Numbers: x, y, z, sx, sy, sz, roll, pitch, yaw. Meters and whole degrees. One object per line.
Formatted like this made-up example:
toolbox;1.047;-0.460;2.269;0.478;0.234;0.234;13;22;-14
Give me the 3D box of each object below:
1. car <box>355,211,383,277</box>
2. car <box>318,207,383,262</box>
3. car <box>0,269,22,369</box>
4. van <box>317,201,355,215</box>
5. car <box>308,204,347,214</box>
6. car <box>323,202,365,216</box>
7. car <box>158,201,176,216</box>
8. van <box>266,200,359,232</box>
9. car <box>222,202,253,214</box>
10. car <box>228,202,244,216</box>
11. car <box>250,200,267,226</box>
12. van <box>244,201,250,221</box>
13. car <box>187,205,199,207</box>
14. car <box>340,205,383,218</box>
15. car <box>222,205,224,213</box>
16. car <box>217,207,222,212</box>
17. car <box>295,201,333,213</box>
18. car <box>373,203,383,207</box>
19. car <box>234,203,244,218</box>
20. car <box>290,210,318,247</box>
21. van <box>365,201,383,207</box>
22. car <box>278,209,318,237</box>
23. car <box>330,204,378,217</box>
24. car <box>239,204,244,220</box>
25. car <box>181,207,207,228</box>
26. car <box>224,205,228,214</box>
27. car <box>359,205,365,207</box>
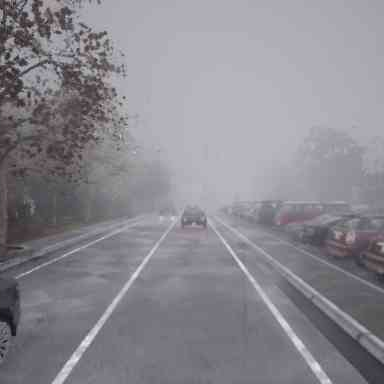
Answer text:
car;7.008;1.486;8.426;4.553;1.767;2.185;0;-1;0
car;7.013;1.521;11.202;4.553;1.767;2.185;0;-1;0
car;-3.350;1.530;2.797;2.128;1.511;4.902;0;-1;0
van;20.303;2.257;47.039;4.442;1.987;1.878;0;-2;0
car;20.185;2.564;49.802;4.892;1.521;2.231;0;-2;0
car;20.150;2.278;44.268;4.553;1.767;2.185;0;-2;0
car;-3.307;2.181;45.649;2.150;2.045;5.566;0;-2;0
van;6.942;1.527;19.531;4.442;1.987;1.878;0;-1;0
car;7.148;2.528;52.809;4.553;1.767;2.185;0;-2;0
car;7.098;2.251;38.935;5.008;1.535;2.097;0;-2;0
car;7.092;1.537;22.307;5.566;2.045;2.435;0;-1;0
van;6.956;1.706;27.841;4.442;1.987;1.878;0;-2;0
car;0.122;2.328;41.426;2.128;1.511;4.902;0;-2;0
car;20.167;2.244;38.725;5.008;1.535;2.097;0;-2;0
car;7.137;2.521;47.259;4.792;1.488;2.163;0;-2;0
car;7.084;2.320;50.042;5.566;2.045;2.435;0;-2;0
car;20.229;2.478;55.344;5.566;2.045;2.435;0;-2;0
car;19.973;2.002;30.417;5.366;1.575;1.946;0;-2;0
car;7.053;2.121;33.385;4.792;1.488;2.163;0;-2;0
car;7.043;1.682;13.976;5.008;1.535;2.097;0;-1;0
van;20.279;1.859;33.194;4.442;1.987;1.878;0;-2;0
car;7.056;1.757;16.752;4.674;1.452;2.002;0;-1;0
car;20.172;2.327;41.620;5.008;1.535;2.097;0;-2;0
car;7.081;2.052;30.609;4.674;1.452;2.002;0;-2;0
car;0.110;2.041;25.914;1.895;1.301;4.718;0;-1;-1
car;7.105;2.451;44.484;4.674;1.452;2.002;0;-2;0
car;20.161;2.165;35.956;4.892;1.521;2.231;0;-2;0
